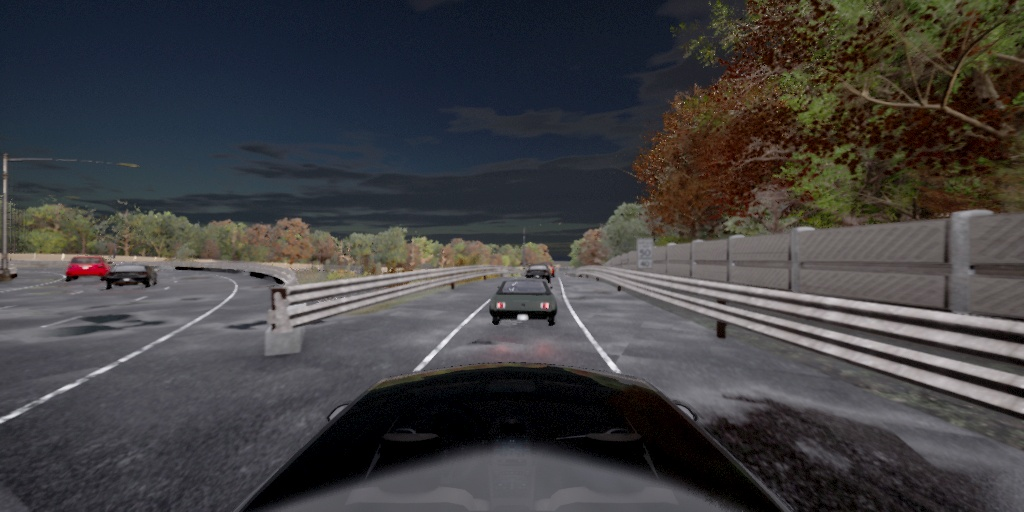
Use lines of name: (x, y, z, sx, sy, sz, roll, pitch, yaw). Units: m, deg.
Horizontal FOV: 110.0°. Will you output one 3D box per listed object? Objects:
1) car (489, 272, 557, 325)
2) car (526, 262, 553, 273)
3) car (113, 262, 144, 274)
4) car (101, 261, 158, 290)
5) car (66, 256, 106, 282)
car: (0.437, 1.393, 12.005, 1.895, 1.301, 4.718, 0, 0, 4)
car: (2.137, 1.386, 28.681, 1.882, 1.535, 5.008, 0, -1, 7)
car: (-47.427, 1.429, 44.340, 4.181, 1.385, 1.994, 0, 0, 34)
car: (-24.825, 1.286, 23.558, 1.882, 1.535, 5.008, 0, 0, -39)
car: (-35.796, 1.044, 30.387, 5.566, 2.045, 2.150, 0, 0, 45)
